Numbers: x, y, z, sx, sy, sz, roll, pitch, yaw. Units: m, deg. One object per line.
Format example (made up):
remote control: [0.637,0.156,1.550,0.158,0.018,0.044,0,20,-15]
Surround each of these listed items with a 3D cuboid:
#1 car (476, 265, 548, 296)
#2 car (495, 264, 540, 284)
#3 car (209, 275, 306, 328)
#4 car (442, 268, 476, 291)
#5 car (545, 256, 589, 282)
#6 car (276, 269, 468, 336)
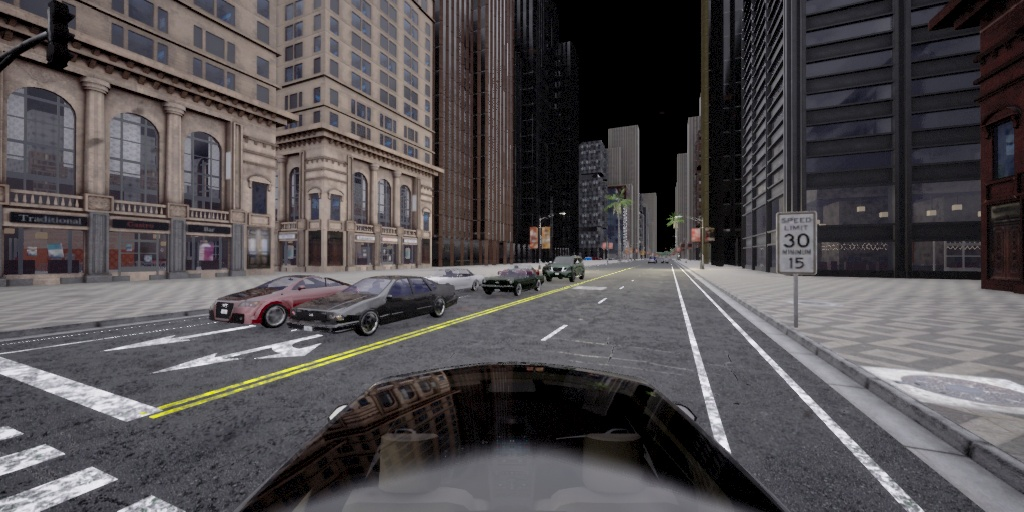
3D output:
car: [0.162,1.358,19.577,1.895,1.301,4.718,0,0,24]
car: [0.579,1.364,28.616,1.895,1.301,4.718,0,0,24]
car: [-6.939,1.316,11.469,1.994,1.385,4.181,0,0,24]
car: [-3.424,1.357,19.494,1.895,1.301,4.718,0,0,24]
car: [4.463,0.987,29.372,2.150,2.045,5.566,0,0,23]
car: [-3.690,1.299,10.796,2.033,1.411,5.357,0,0,24]
